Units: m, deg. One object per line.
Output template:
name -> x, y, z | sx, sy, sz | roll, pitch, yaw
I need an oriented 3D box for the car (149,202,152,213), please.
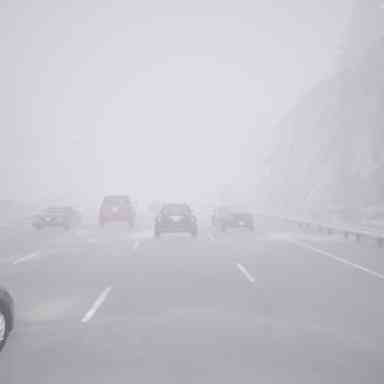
car -> -3.702, 1.571, 36.586 | 1.895, 1.301, 4.718 | 0, 0, -11

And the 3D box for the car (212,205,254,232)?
car -> 2.376, 1.500, 19.983 | 1.812, 1.442, 4.674 | 0, 0, -6

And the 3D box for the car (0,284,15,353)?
car -> -3.520, 1.509, 2.988 | 1.837, 1.490, 4.892 | 0, 0, -1

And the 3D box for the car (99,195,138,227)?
car -> -4.998, 1.208, 22.895 | 2.150, 2.045, 5.566 | 0, 0, -7

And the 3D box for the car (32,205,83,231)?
car -> -8.246, 1.543, 20.802 | 2.033, 1.411, 5.357 | 0, 0, -7

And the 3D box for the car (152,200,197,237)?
car -> -0.953, 1.335, 18.057 | 2.097, 1.767, 4.553 | 0, 0, -5
